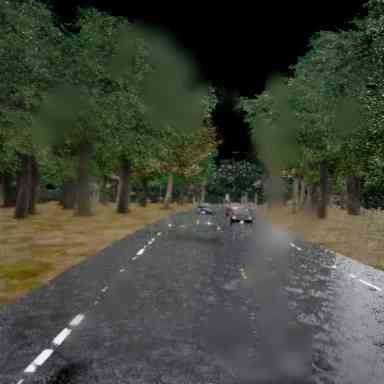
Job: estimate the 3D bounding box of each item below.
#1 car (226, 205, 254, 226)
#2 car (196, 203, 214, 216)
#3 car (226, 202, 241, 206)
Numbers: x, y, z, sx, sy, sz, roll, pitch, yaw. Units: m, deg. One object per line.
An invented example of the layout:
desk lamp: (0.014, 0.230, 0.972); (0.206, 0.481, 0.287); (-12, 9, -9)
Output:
car: (4.113, 2.098, 28.340); (1.895, 1.301, 4.718); (3, 0, 4)
car: (1.607, 1.988, 39.888); (2.033, 1.411, 5.357); (3, 0, 7)
car: (5.253, 1.992, 40.653); (2.097, 1.767, 4.553); (3, 0, 7)
